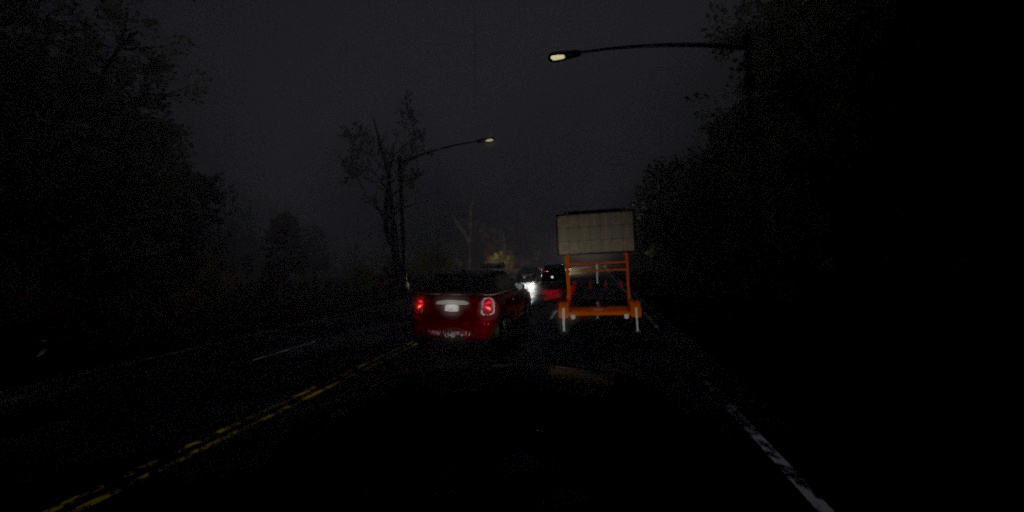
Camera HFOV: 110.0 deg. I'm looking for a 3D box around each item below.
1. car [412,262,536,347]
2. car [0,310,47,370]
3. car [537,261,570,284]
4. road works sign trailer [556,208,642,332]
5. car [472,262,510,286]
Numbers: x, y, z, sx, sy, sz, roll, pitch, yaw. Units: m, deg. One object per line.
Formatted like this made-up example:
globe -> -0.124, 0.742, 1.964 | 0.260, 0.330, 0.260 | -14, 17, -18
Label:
car -> -0.825, 1.154, 9.773 | 2.097, 1.767, 4.553 | 0, 0, 13
car -> -9.055, 1.303, 3.955 | 2.128, 1.511, 4.902 | 0, 0, 12
car -> 3.528, 1.485, 28.859 | 1.837, 1.490, 4.892 | -2, -5, 13
road works sign trailer -> 2.779, 0.340, 11.371 | 2.380, 3.560, 2.880 | 0, 0, 13
car -> -1.948, 1.646, 35.011 | 2.150, 2.045, 5.566 | -3, -1, 13
